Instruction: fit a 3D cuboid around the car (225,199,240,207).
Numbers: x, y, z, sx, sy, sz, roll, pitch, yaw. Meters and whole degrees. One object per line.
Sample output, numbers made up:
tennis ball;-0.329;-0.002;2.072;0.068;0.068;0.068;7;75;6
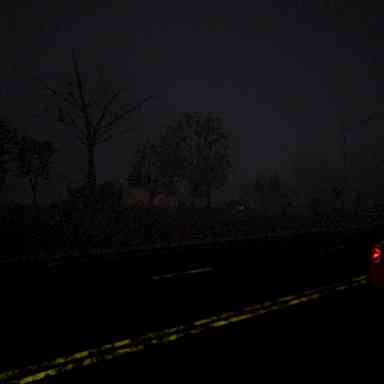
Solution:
car;7.778;2.056;58.191;1.882;1.535;5.008;3;-2;-34

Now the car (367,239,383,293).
car;6.173;1.432;7.861;4.553;1.767;2.097;1;0;-36
